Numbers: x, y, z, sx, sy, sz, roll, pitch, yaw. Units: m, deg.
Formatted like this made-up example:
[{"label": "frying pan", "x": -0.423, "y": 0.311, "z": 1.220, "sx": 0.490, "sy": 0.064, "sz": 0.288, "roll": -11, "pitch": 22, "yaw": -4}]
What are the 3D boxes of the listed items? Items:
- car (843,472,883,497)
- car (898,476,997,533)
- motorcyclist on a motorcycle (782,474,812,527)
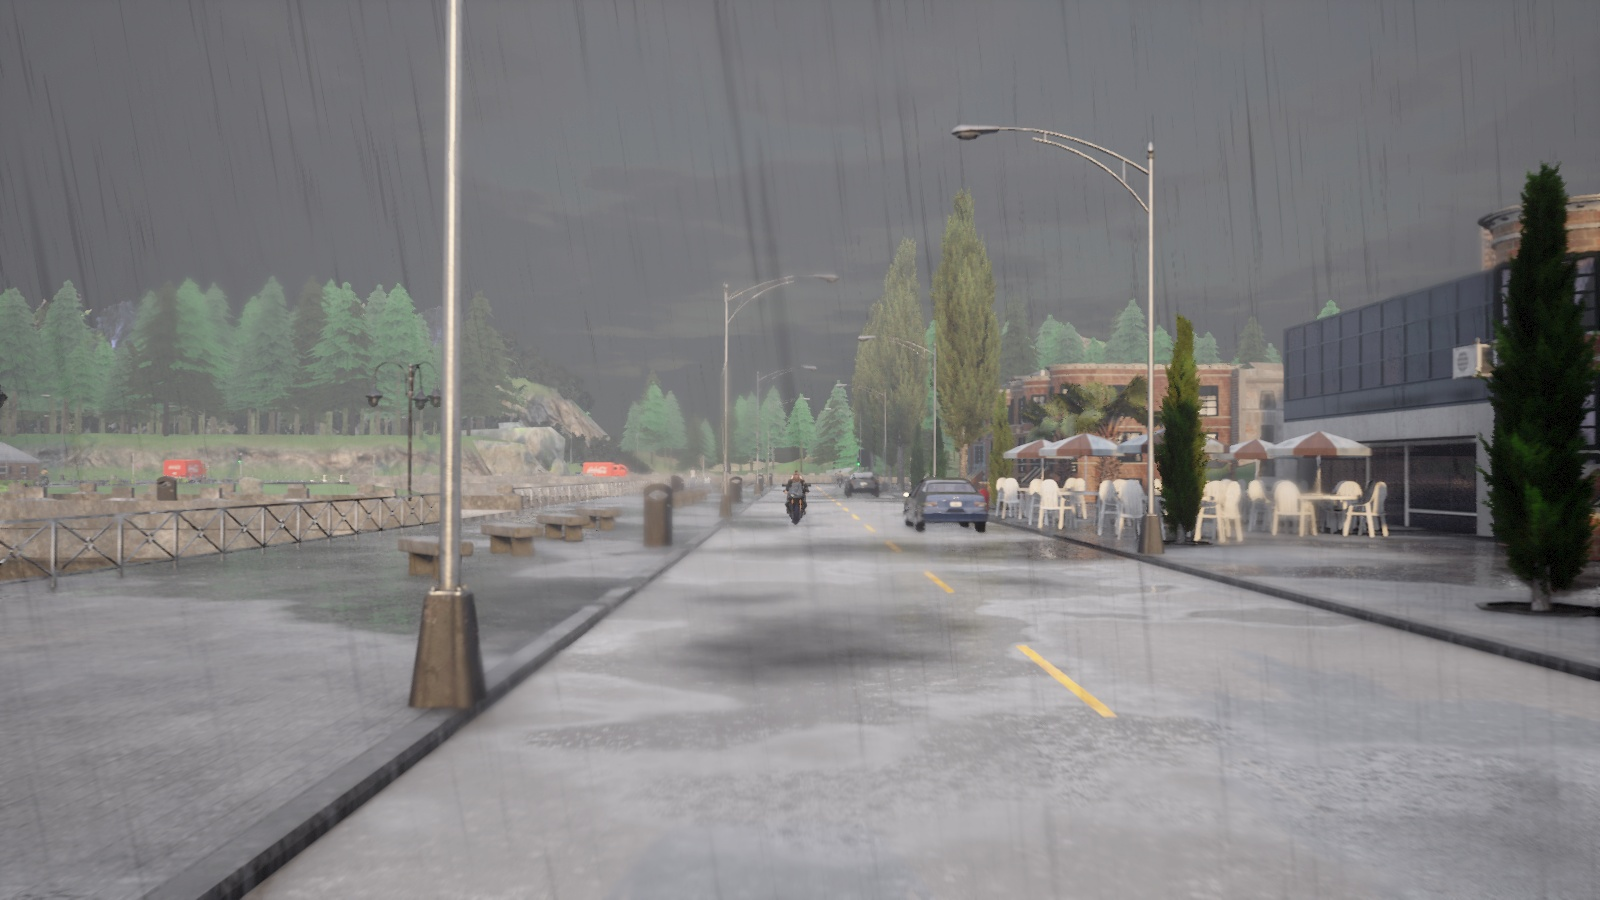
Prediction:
[{"label": "car", "x": 3.802, "y": 2.084, "z": 76.721, "sx": 2.163, "sy": 1.488, "sz": 4.792, "roll": 0, "pitch": -1, "yaw": 0}, {"label": "car", "x": 3.911, "y": 1.419, "z": 34.193, "sx": 2.033, "sy": 1.411, "sz": 5.357, "roll": 0, "pitch": -1, "yaw": 0}, {"label": "motorcyclist on a motorcycle", "x": -0.097, "y": 1.474, "z": 37.287, "sx": 0.866, "sy": 1.530, "sz": 2.191, "roll": 0, "pitch": -1, "yaw": 0}]
